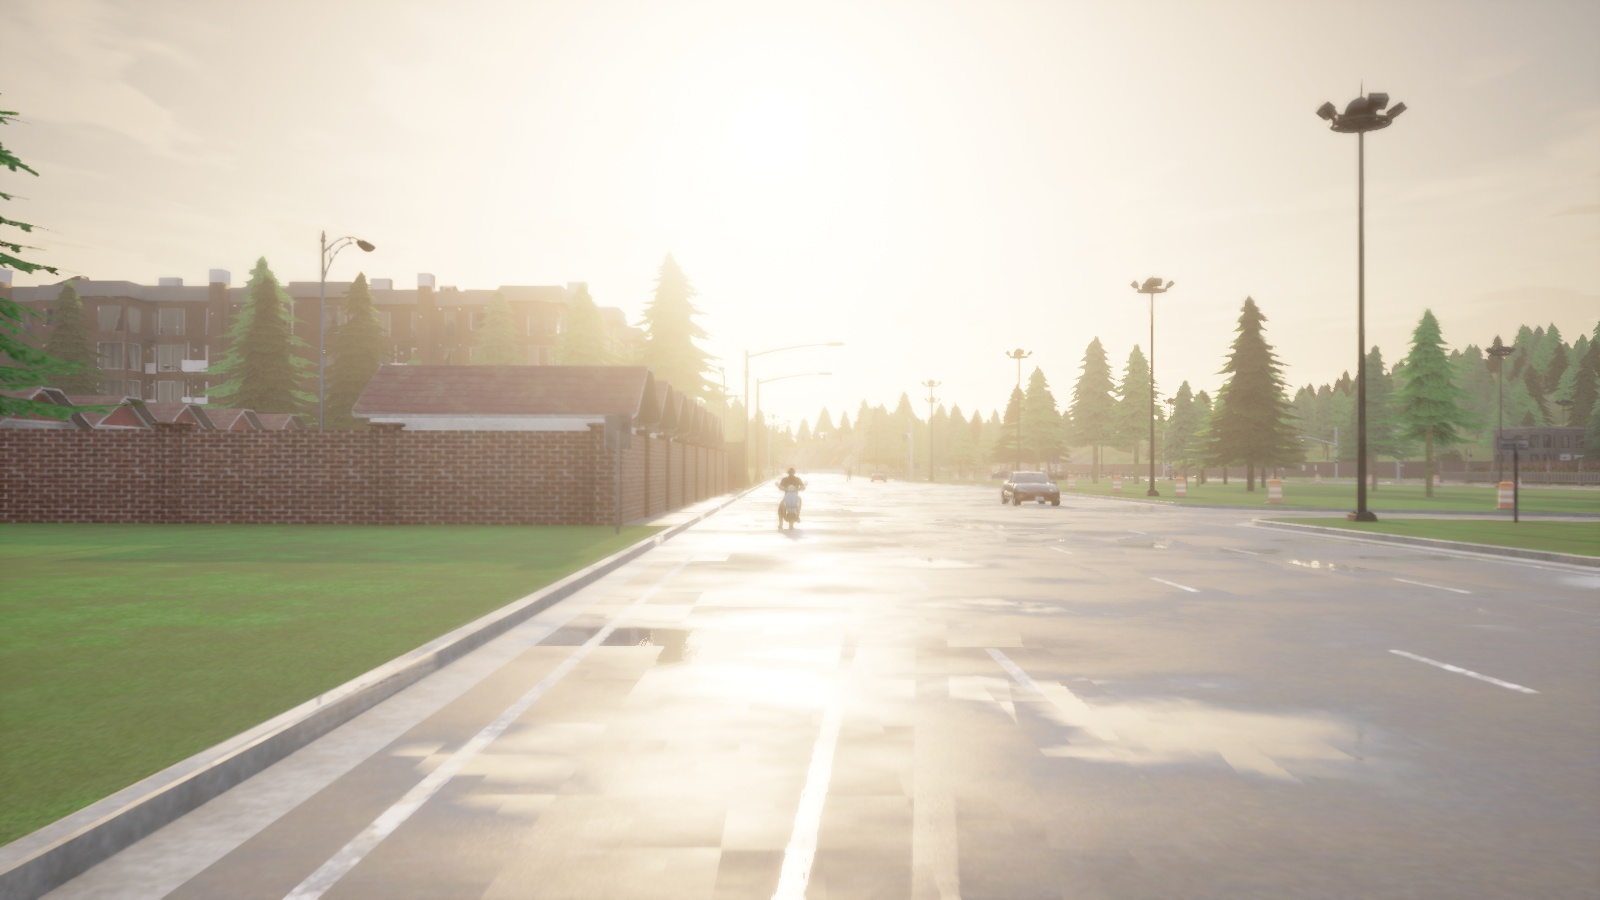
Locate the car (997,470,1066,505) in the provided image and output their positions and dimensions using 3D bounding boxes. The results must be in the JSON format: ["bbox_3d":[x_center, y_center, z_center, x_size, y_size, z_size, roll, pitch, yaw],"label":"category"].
[{"bbox_3d":[10.157,1.611,55.499,2.163,1.488,4.792,0,-1,0],"label":"car"}]

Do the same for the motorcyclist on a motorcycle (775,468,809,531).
[{"bbox_3d":[-0.212,1.261,32.739,0.866,1.590,1.817,0,-1,0],"label":"motorcyclist on a motorcycle"}]
